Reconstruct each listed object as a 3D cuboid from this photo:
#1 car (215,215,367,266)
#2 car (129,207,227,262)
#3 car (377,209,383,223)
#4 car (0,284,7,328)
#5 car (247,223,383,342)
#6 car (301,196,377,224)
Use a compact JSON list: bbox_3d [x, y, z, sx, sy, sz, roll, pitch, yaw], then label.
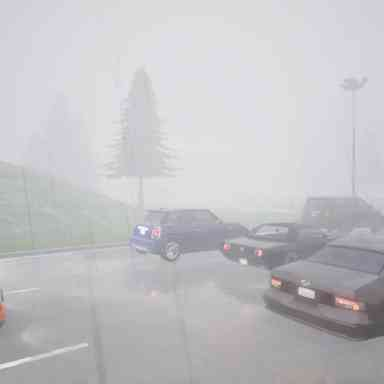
[{"bbox_3d":[3.213,1.604,10.331,4.718,1.301,1.895,0,0,-36],"label":"car"},{"bbox_3d":[0.062,1.354,12.383,4.553,1.767,2.097,0,0,-36],"label":"car"},{"bbox_3d":[11.361,1.553,16.111,5.357,1.411,2.033,0,0,-37],"label":"car"},{"bbox_3d":[-5.084,1.351,4.420,4.553,1.767,2.097,0,0,-36],"label":"car"},{"bbox_3d":[3.752,1.550,6.420,5.357,1.411,2.033,0,0,-35],"label":"car"},{"bbox_3d":[8.292,1.229,18.247,5.566,2.045,2.150,0,0,-36],"label":"car"}]
